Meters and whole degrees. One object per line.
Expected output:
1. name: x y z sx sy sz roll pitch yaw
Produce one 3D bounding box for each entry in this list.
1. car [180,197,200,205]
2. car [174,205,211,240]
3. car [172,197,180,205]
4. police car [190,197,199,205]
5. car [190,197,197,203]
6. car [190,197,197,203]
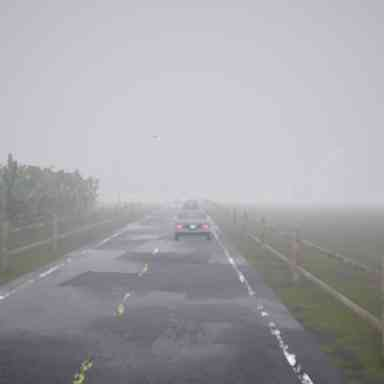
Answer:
1. car: -0.120 1.610 41.448 2.097 1.767 4.553 0 0 0
2. car: 0.015 1.660 17.753 2.033 1.411 5.357 0 0 0
3. car: -3.123 1.762 71.046 2.097 1.767 4.553 0 0 0
4. police car: 0.447 1.863 72.041 1.930 1.638 5.238 0 0 0
5. car: 0.362 2.056 87.930 1.812 1.442 4.674 0 0 0
6. car: 0.394 2.021 81.930 1.812 1.442 4.674 0 0 0
